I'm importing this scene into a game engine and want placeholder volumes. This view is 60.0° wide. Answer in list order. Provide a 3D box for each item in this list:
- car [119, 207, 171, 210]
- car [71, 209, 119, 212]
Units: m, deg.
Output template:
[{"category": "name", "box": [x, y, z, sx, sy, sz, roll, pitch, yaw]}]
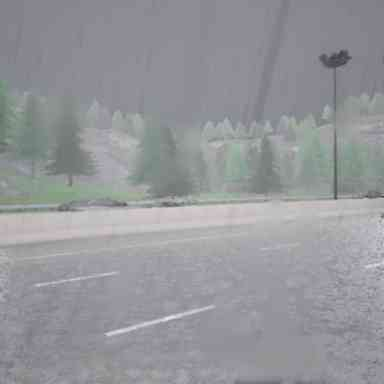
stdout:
[{"category": "car", "box": [-2.353, 1.307, 23.296, 4.718, 1.301, 1.895, -1, 1, -32]}, {"category": "car", "box": [-6.218, 1.326, 24.997, 4.718, 1.301, 1.895, -1, 1, -32]}]
